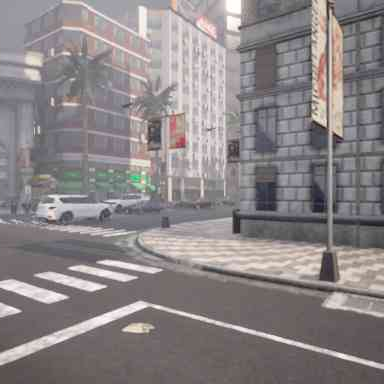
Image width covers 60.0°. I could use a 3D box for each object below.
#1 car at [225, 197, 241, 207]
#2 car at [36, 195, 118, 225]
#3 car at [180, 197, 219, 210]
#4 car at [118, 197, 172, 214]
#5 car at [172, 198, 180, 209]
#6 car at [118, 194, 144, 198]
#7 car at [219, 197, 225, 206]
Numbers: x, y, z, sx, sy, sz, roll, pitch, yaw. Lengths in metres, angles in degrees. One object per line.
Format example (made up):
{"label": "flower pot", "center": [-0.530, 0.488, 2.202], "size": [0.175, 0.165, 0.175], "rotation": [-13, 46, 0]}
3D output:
{"label": "car", "center": [7.550, 1.579, 51.169], "size": [4.181, 1.385, 1.994], "rotation": [0, 0, -43]}
{"label": "car", "center": [-8.481, 1.235, 24.471], "size": [2.150, 2.045, 5.566], "rotation": [0, 0, 36]}
{"label": "car", "center": [1.012, 1.493, 43.578], "size": [1.882, 1.535, 5.008], "rotation": [0, 0, 38]}
{"label": "car", "center": [-4.957, 1.563, 35.605], "size": [2.033, 1.411, 5.357], "rotation": [0, 0, 36]}
{"label": "car", "center": [-1.664, 1.544, 45.798], "size": [1.812, 1.442, 4.674], "rotation": [0, 0, 37]}
{"label": "car", "center": [-7.671, 1.240, 37.801], "size": [2.150, 2.045, 5.566], "rotation": [0, 0, 36]}
{"label": "car", "center": [4.994, 1.509, 53.551], "size": [4.902, 1.511, 2.128], "rotation": [0, 0, -44]}
